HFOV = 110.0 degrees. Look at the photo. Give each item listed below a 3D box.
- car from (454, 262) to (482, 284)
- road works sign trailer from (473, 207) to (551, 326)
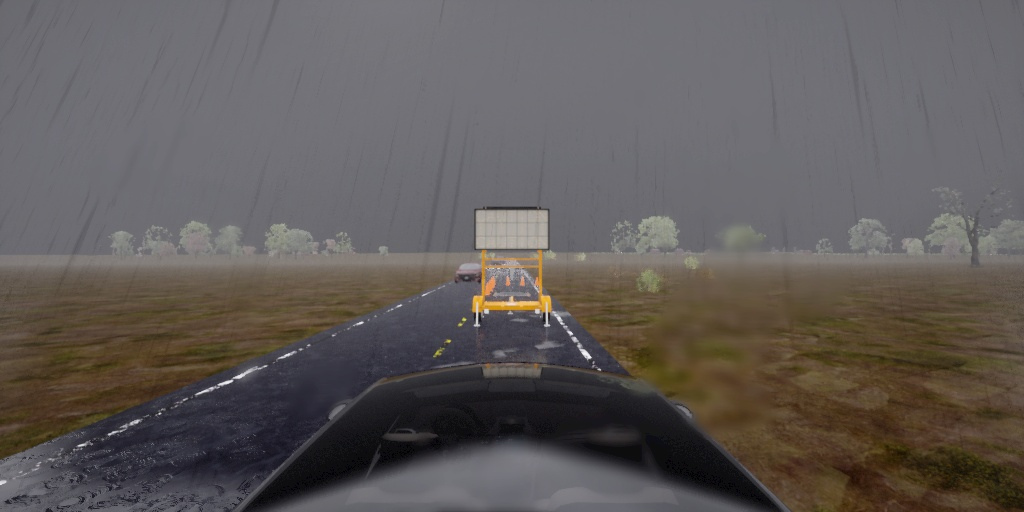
[{"bbox_3d":[-3.100,1.227,26.969,1.882,1.535,5.008,0,0,0],"label":"car"},{"bbox_3d":[-0.001,0.214,11.611,2.380,3.560,2.880,0,0,0],"label":"road works sign trailer"}]
